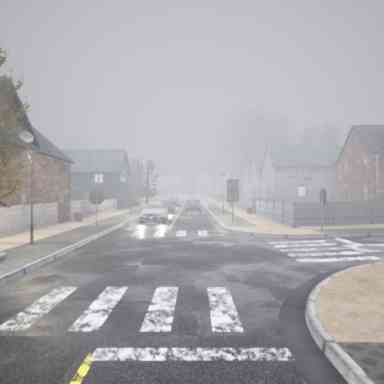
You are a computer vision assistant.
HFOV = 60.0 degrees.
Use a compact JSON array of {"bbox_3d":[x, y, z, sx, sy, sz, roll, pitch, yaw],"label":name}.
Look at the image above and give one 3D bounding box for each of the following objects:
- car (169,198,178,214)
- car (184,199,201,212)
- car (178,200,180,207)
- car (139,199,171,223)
[{"bbox_3d":[-2.838,1.567,35.428,1.994,1.385,4.181,0,0,0],"label":"car"},{"bbox_3d":[0.113,1.550,38.452,2.033,1.411,5.357,0,0,0],"label":"car"},{"bbox_3d":[-2.813,1.551,50.241,2.033,1.411,5.357,0,0,0],"label":"car"},{"bbox_3d":[-2.839,1.528,25.552,1.812,1.442,4.674,0,0,0],"label":"car"}]
